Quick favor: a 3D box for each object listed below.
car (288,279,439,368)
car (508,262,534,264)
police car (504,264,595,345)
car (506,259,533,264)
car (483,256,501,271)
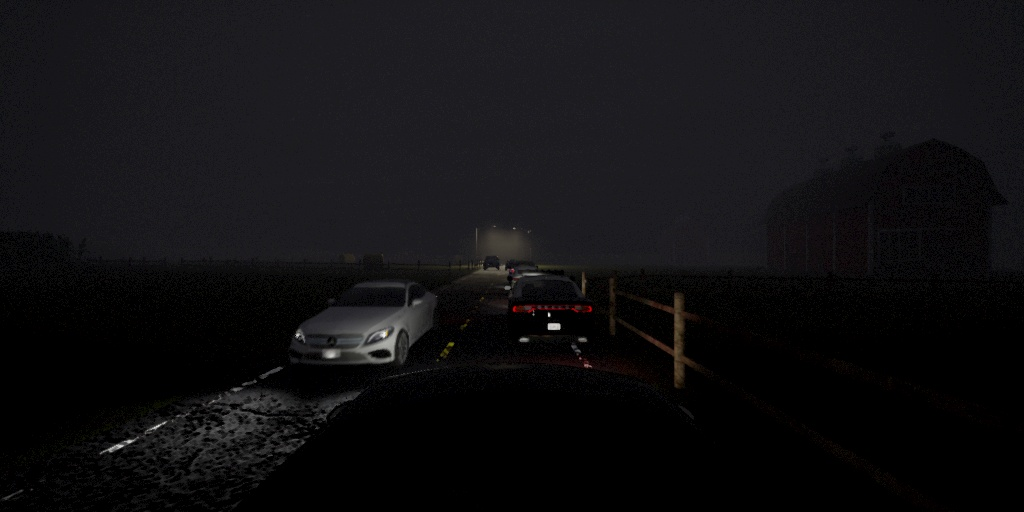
[{"bbox_3d":[-2.852,1.274,7.981,1.812,1.442,4.674,0,0,0],"label":"car"},{"bbox_3d":[0.814,1.270,19.477,1.812,1.442,4.674,0,0,0],"label":"car"},{"bbox_3d":[0.820,1.173,9.587,1.930,1.638,5.238,0,0,0],"label":"police car"},{"bbox_3d":[0.811,1.094,25.447,2.097,1.767,4.553,0,0,0],"label":"car"},{"bbox_3d":[-2.776,0.954,49.756,2.150,2.045,5.566,0,0,0],"label":"car"}]
